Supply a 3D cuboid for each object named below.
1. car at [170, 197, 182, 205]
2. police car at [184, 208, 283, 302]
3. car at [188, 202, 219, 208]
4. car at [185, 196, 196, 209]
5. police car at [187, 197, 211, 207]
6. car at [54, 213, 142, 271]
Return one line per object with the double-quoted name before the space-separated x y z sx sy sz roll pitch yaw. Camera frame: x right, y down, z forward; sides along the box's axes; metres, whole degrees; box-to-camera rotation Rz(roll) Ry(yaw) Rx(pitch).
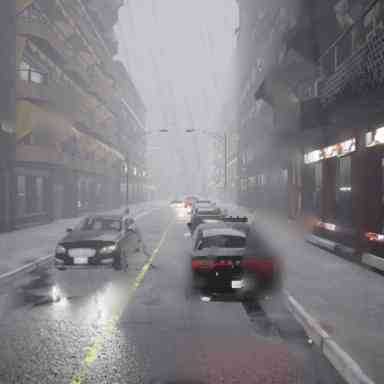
"car" -2.749 1.610 59.621 1.994 1.385 4.181 0 0 0
"police car" 0.825 1.427 8.452 1.930 1.638 5.238 0 0 0
"car" 0.825 1.511 18.343 1.837 1.490 4.892 0 0 0
"car" 0.033 1.383 47.137 2.097 1.767 4.553 0 0 0
"police car" 0.825 1.434 24.453 1.930 1.638 5.238 0 0 0
"car" -2.853 1.494 10.992 2.128 1.511 4.902 0 0 0
